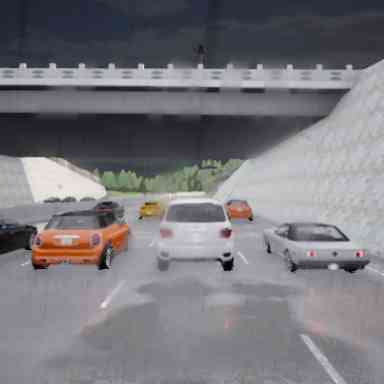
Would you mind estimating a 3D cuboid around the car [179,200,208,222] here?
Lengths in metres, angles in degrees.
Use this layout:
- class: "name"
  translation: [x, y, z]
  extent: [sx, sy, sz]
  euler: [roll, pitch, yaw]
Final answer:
- class: "car"
  translation: [0.116, 1.520, 27.642]
  extent: [2.128, 1.511, 4.902]
  euler: [0, 0, 0]

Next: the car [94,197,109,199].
- class: "car"
  translation: [-17.478, 1.612, 66.539]
  extent: [1.994, 1.385, 4.181]
  euler: [0, 0, 0]

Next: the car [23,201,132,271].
- class: "car"
  translation: [-3.397, 1.362, 11.138]
  extent: [2.097, 1.767, 4.553]
  euler: [0, 0, 0]

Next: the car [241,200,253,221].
- class: "car"
  translation: [3.615, 1.381, 27.374]
  extent: [2.097, 1.767, 4.553]
  euler: [0, 0, 0]

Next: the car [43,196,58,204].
- class: "car"
  translation: [-27.978, 1.593, 66.912]
  extent: [2.033, 1.411, 5.357]
  euler: [0, 0, 0]

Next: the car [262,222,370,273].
- class: "car"
  translation: [3.604, 1.613, 10.683]
  extent: [1.895, 1.301, 4.718]
  euler: [0, 0, 0]

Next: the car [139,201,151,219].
- class: "car"
  translation: [-3.382, 1.507, 29.199]
  extent: [1.882, 1.535, 5.008]
  euler: [0, 0, 0]

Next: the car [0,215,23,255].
- class: "car"
  translation: [-6.896, 1.502, 11.150]
  extent: [2.128, 1.511, 4.902]
  euler: [0, 0, 0]

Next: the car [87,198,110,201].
- class: "car"
  translation: [-6.884, 1.531, 27.722]
  extent: [1.837, 1.490, 4.892]
  euler: [0, 0, 0]

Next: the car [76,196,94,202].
- class: "car"
  translation: [-20.978, 1.533, 66.915]
  extent: [1.882, 1.535, 5.008]
  euler: [0, 0, 0]

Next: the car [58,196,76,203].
- class: "car"
  translation: [-24.478, 1.556, 66.497]
  extent: [1.837, 1.490, 4.892]
  euler: [0, 0, 0]

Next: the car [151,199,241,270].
- class: "car"
  translation: [0.105, 1.233, 11.203]
  extent: [2.150, 2.045, 5.566]
  euler: [0, 0, 0]
